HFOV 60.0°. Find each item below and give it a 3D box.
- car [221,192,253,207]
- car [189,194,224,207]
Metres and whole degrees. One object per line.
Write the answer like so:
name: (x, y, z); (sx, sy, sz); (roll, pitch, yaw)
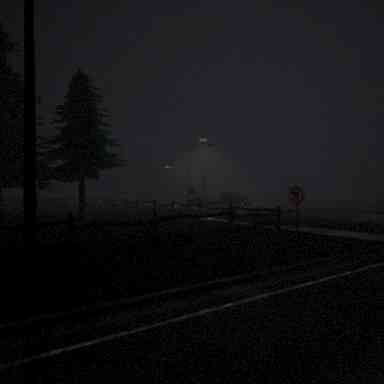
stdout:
car: (6.087, 1.062, 47.097); (2.150, 2.045, 5.566); (0, 0, -35)
car: (1.671, 1.404, 47.330); (2.033, 1.411, 5.357); (0, 0, -35)
